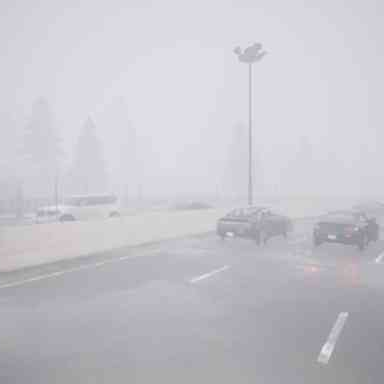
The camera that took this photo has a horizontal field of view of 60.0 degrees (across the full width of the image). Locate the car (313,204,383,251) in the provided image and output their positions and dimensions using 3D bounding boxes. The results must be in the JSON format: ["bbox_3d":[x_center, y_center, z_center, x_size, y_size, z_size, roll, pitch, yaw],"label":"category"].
[{"bbox_3d":[6.518,1.462,13.947,1.812,1.442,4.674,0,0,38],"label":"car"}]

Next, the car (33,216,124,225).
[{"bbox_3d":[-6.608,1.140,20.130,2.150,2.045,5.566,0,0,37],"label":"car"}]

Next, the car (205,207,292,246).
[{"bbox_3d":[2.944,1.425,15.007,2.128,1.511,4.902,0,0,37],"label":"car"}]

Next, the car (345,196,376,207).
[{"bbox_3d":[24.452,1.343,48.236,4.181,1.385,1.994,0,0,-30],"label":"car"}]

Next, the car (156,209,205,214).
[{"bbox_3d":[-0.387,1.410,22.366,1.837,1.490,4.892,0,0,40],"label":"car"}]

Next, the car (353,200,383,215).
[{"bbox_3d":[15.031,1.396,28.116,4.674,1.442,1.812,0,0,-42],"label":"car"}]
